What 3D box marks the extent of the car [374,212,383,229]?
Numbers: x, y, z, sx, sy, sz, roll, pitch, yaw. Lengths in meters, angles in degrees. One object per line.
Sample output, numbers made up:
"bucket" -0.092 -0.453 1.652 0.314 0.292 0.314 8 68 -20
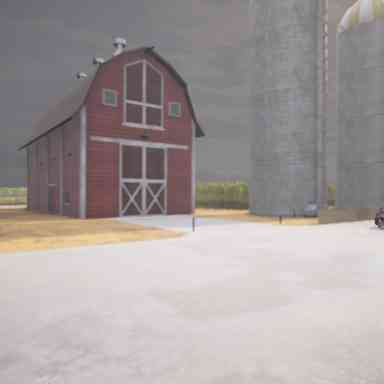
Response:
"car" 13.570 1.642 20.402 1.994 1.381 4.181 0 0 -36
